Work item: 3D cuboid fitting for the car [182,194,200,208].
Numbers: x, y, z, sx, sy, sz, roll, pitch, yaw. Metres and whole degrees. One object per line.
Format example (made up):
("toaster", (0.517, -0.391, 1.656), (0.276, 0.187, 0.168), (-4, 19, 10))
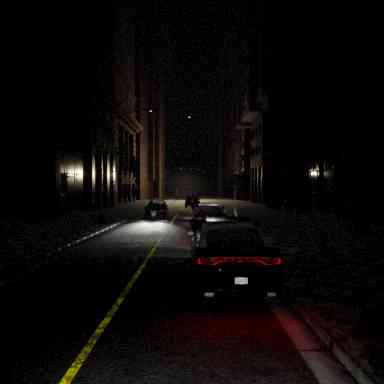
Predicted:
("car", (0.055, 1.298, 46.778), (2.097, 1.767, 4.553), (0, 0, 0))

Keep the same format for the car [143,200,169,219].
("car", (-2.976, 1.467, 28.251), (2.128, 1.511, 4.902), (0, 0, 0))

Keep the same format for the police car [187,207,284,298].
("police car", (0.907, 1.421, 8.685), (1.930, 1.638, 5.238), (0, 0, 0))

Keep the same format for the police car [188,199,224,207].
("police car", (0.916, 1.412, 18.687), (1.930, 1.638, 5.238), (0, 0, 0))

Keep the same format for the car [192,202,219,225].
("car", (0.921, 1.506, 24.577), (1.812, 1.442, 4.674), (0, 0, 0))

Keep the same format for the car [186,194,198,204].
("car", (0.051, 1.271, 60.071), (2.097, 1.767, 4.553), (0, 0, 0))
